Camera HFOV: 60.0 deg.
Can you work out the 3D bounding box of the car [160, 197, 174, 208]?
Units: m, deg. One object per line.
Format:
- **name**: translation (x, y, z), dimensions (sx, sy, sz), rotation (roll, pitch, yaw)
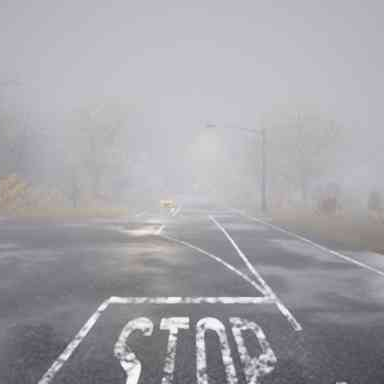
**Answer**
- **car**: translation (-3.578, 1.519, 48.508), dimensions (1.882, 1.535, 5.008), rotation (0, 0, 0)
